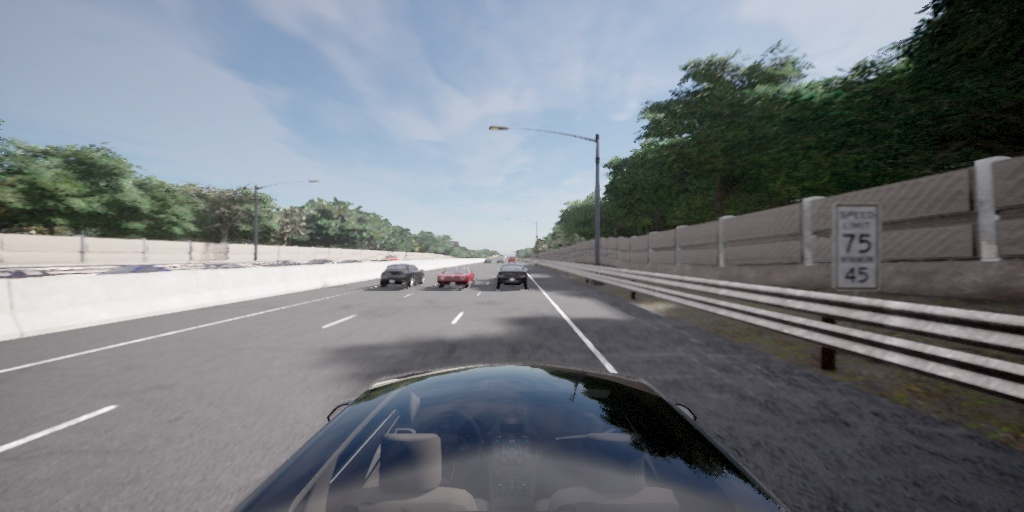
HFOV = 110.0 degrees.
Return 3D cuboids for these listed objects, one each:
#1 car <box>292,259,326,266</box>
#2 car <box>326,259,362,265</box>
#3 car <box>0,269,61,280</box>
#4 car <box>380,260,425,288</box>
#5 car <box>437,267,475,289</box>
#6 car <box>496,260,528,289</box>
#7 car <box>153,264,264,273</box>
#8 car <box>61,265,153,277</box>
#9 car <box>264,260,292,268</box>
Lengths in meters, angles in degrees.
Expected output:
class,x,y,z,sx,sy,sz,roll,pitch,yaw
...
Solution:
class,x,y,z,sx,sy,sz,roll,pitch,yaw
car,-20.993,1.129,38.602,2.097,1.767,4.553,0,0,0
car,-17.493,1.118,38.571,1.882,1.535,5.008,0,0,0
car,-24.581,1.302,17.324,1.895,1.301,4.718,0,0,0
car,-6.995,1.246,23.313,1.837,1.490,4.892,0,0,0
car,-3.495,1.348,23.329,1.895,1.301,4.718,0,0,0
car,0.003,1.232,23.323,1.882,1.535,5.008,0,0,0
car,-17.569,1.210,21.194,2.128,1.511,4.902,0,0,0
car,-21.069,1.235,19.921,1.812,1.442,4.674,0,0,0
car,-24.495,1.202,38.391,2.128,1.511,4.902,0,0,0
